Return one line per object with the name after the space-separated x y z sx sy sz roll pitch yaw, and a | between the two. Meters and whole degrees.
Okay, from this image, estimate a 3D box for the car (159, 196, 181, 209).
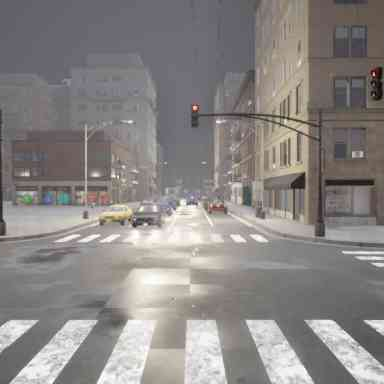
-2.789 1.550 41.788 2.033 1.411 5.357 0 0 1 | car

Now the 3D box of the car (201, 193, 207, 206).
2.636 1.317 41.076 2.192 1.841 5.009 0 0 0 | car

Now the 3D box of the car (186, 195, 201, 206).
-0.002 1.604 53.906 1.895 1.301 4.718 0 0 0 | car

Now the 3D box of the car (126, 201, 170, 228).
-2.823 1.548 22.460 2.033 1.411 5.357 0 0 -1 | car

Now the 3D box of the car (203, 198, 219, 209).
2.636 1.568 46.738 1.947 1.339 4.313 0 0 0 | car

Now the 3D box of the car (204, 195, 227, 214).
2.636 1.442 35.414 1.967 1.590 4.097 0 0 0 | car

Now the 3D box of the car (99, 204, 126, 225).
-5.388 1.526 23.920 1.752 1.417 4.829 0 0 0 | car

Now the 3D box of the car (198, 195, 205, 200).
2.634 1.575 92.033 1.947 1.339 4.313 0 0 0 | car

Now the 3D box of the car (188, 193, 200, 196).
-0.003 1.226 64.208 2.150 2.045 5.566 0 0 0 | car

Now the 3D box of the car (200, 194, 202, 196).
2.635 1.556 69.386 2.008 1.369 4.403 0 0 0 | car

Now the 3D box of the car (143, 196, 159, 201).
-5.389 1.553 41.076 2.008 1.369 4.403 0 0 0 | car

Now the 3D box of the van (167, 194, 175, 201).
-5.391 1.349 86.371 1.690 1.788 3.998 0 0 0 | van

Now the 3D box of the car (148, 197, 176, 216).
-2.839 1.527 32.052 1.812 1.442 4.674 0 0 0 | car
